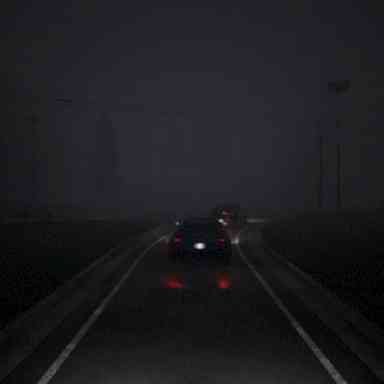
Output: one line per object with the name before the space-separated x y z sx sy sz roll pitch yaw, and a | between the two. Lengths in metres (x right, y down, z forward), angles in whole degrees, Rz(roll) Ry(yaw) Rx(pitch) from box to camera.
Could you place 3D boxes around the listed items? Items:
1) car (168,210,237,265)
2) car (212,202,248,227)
car | 0.312 1.530 11.641 1.994 1.385 4.181 0 0 3
car | 2.479 1.440 22.108 1.837 1.490 4.892 0 0 18
